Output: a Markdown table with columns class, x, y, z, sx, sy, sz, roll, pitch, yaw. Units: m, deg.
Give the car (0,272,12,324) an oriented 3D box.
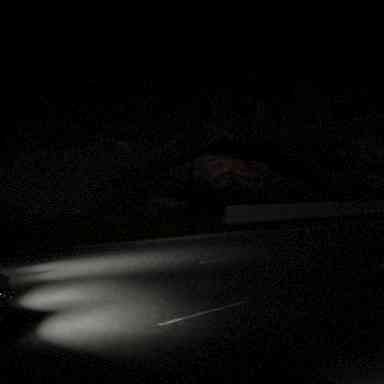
| class | x | y | z | sx | sy | sz | roll | pitch | yaw |
| --- | --- | --- | --- | --- | --- | --- | --- | --- | --- |
| car | -5.060 | 1.527 | 4.453 | 4.674 | 1.442 | 1.812 | 0 | 0 | -36 |
